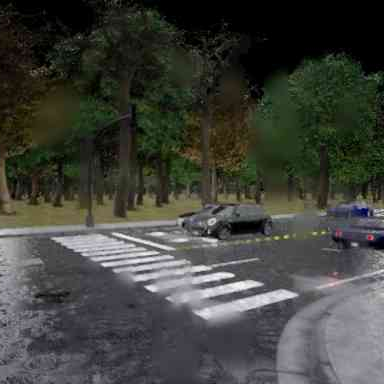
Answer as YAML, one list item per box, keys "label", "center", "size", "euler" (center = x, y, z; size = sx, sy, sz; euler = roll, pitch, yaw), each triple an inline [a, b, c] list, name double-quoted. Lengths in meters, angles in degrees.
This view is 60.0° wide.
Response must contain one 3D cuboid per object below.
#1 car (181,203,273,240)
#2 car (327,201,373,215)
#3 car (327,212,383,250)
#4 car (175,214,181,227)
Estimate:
- label: "car"
  center: [2.028, 1.389, 17.132]
  size: [4.553, 1.767, 2.097]
  euler: [0, 0, -34]
- label: "car"
  center: [13.863, 1.572, 29.195]
  size: [5.008, 1.535, 1.882]
  euler: [0, 0, -34]
- label: "car"
  center: [7.769, 1.618, 13.201]
  size: [4.718, 1.301, 1.895]
  euler: [0, 0, -32]
- label: "car"
  center: [1.298, 1.544, 20.573]
  size: [4.902, 1.511, 2.128]
  euler: [0, 0, -34]
